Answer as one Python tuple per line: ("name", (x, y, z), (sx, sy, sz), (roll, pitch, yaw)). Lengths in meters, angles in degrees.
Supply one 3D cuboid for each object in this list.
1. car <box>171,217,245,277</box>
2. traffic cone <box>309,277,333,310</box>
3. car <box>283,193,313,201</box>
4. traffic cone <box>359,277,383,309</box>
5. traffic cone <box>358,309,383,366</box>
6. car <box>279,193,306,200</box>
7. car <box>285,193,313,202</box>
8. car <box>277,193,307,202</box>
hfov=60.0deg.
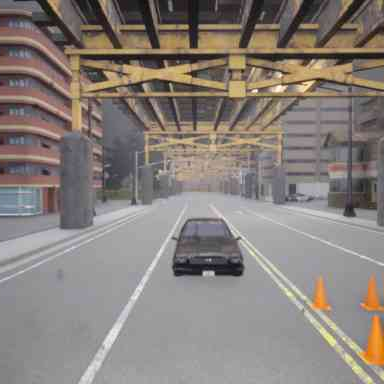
("car", (0.427, 1.528, 10.502), (2.033, 1.411, 5.357), (0, 0, 1))
("traffic cone", (2.496, 1.947, 6.461), (0.340, 0.580, 0.340), (0, 0, 1))
("car", (17.845, 0.829, 56.109), (4.536, 1.218, 1.853), (0, 1, -19))
("traffic cone", (3.496, 1.947, 6.450), (0.340, 0.580, 0.340), (0, 0, 1))
("traffic cone", (2.474, 1.950, 4.461), (0.340, 0.580, 0.340), (0, 0, 1))
("car", (18.216, 0.781, 60.224), (4.536, 1.218, 1.853), (0, 1, 26))
("car", (17.796, 0.987, 56.093), (4.974, 1.542, 2.038), (0, 1, -19))
("car", (18.169, 0.938, 60.248), (4.974, 1.542, 2.038), (0, 1, 26))
